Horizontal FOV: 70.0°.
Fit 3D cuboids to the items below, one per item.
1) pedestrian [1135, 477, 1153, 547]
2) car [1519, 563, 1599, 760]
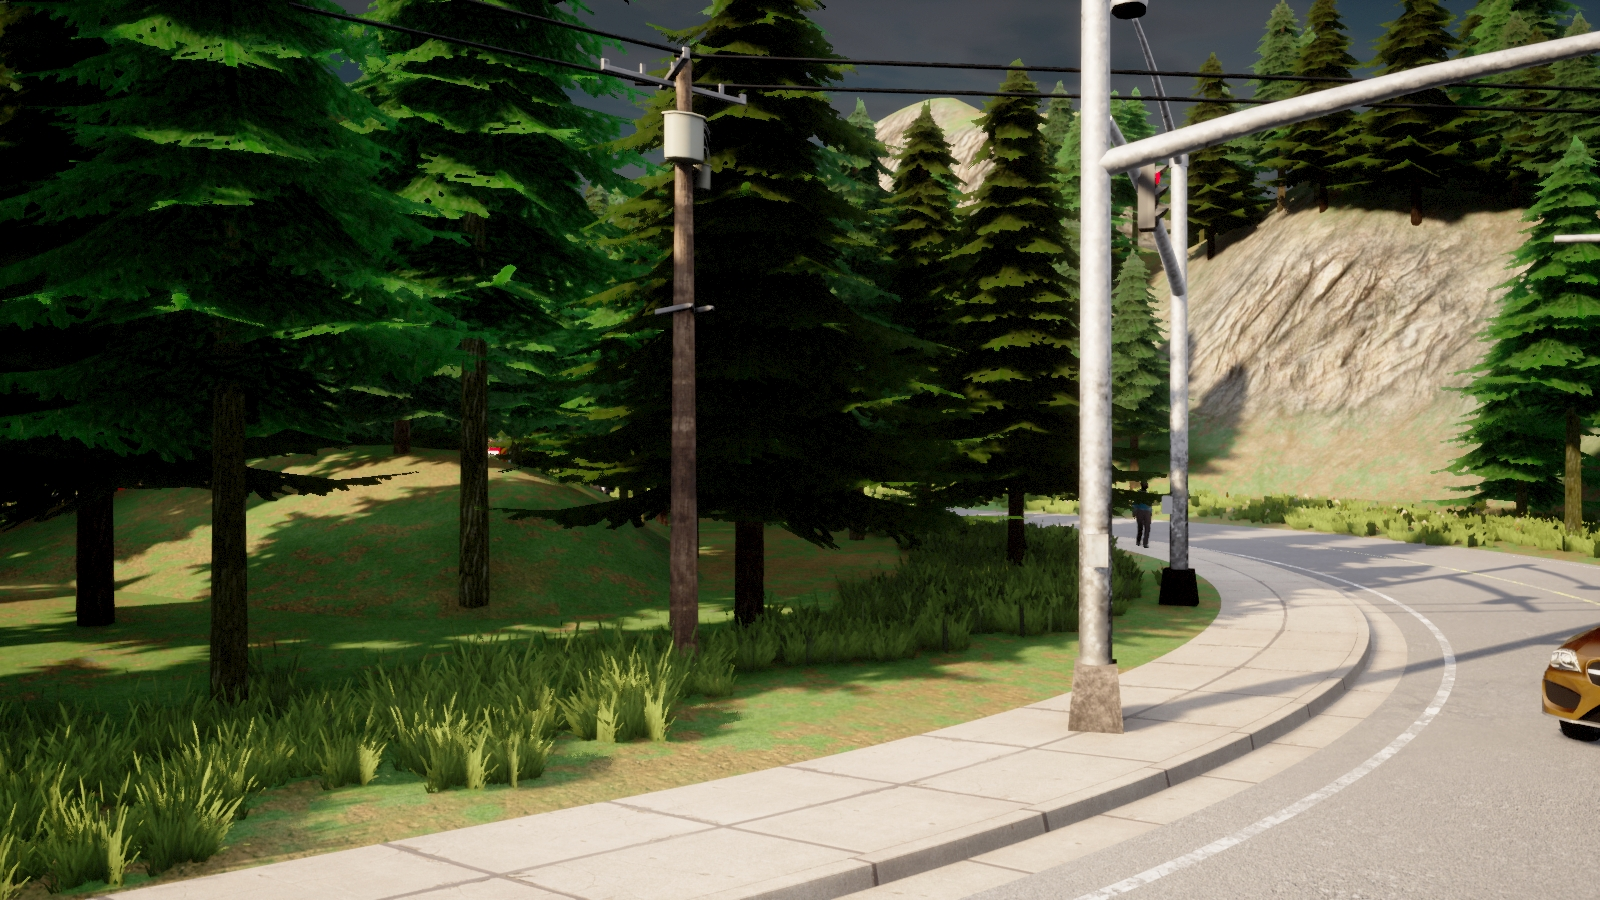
[{"bbox_3d":[9.249,1.669,30.759,0.375,1.860,0.375,0,0,0],"label":"pedestrian"},{"bbox_3d":[9.577,1.970,11.147,5.027,1.651,2.152,0,0,-29],"label":"car"}]
